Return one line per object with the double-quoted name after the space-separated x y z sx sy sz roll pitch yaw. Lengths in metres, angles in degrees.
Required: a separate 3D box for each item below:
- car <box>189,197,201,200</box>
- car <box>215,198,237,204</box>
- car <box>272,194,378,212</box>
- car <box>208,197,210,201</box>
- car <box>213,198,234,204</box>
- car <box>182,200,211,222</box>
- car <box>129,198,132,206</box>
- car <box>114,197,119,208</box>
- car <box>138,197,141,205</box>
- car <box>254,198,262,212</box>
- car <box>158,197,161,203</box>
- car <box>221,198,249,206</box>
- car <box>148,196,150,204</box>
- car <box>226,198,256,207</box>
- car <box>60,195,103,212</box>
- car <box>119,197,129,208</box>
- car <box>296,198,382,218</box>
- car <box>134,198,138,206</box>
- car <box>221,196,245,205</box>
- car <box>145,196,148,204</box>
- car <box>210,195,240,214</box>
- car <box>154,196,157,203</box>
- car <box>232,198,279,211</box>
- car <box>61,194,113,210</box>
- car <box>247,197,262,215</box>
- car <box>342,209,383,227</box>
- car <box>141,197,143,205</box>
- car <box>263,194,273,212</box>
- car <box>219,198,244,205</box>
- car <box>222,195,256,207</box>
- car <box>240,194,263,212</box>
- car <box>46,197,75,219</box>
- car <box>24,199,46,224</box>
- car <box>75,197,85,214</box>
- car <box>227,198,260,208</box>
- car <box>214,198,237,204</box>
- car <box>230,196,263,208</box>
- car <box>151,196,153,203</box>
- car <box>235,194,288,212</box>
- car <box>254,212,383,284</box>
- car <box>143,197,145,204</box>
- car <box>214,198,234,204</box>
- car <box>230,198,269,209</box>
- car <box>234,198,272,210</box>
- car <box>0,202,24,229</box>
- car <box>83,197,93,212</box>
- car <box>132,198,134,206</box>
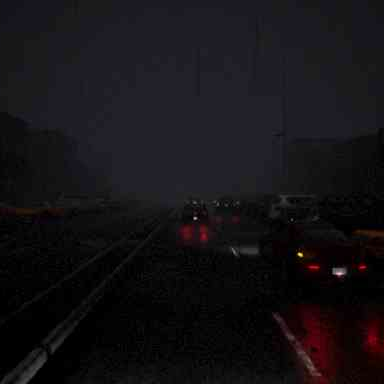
0.348 1.371 41.658 2.097 1.767 4.553 0 -1 0 "car"
8.318 2.167 82.069 5.366 1.575 1.946 0 -1 0 "car"
7.722 1.187 18.674 5.566 2.045 2.435 0 0 0 "car"
8.149 2.147 93.100 5.566 2.045 2.435 0 -1 0 "car"
8.341 2.278 87.583 5.366 1.575 1.946 0 -1 0 "car"
0.252 1.540 25.518 1.895 1.301 4.718 0 0 0 "car"
-12.646 1.648 52.386 5.366 1.575 1.946 0 -1 0 "car"
-12.497 1.394 43.928 4.553 1.767 2.185 0 -1 0 "car"
-12.401 1.785 60.595 5.008 1.535 2.097 0 -1 0 "car"
7.829 1.447 26.944 4.792 1.488 2.163 0 0 0 "car"
-12.179 2.106 91.288 5.566 2.045 2.435 0 -1 0 "car"
8.011 1.819 62.768 5.008 1.535 2.097 0 -1 0 "car"
-12.312 1.983 71.835 4.892 1.521 2.231 0 -1 0 "car"
7.964 1.727 54.497 4.674 1.452 2.002 0 -1 0 "car"
-12.780 1.428 35.597 5.366 1.575 1.946 0 0 0 "car"
-12.489 1.608 49.606 4.892 1.521 2.231 0 -1 0 "car"
7.703 1.322 15.917 4.553 1.767 2.185 0 0 0 "car"
-12.388 1.769 57.817 4.792 1.488 2.163 0 -1 0 "car"
8.002 1.741 65.527 4.553 1.767 2.185 0 -1 0 "car"
-12.322 1.932 69.056 5.008 1.535 2.097 0 -1 0 "car"
3.304 1.305 34.135 2.097 1.767 4.553 0 0 0 "car"
-12.194 2.283 85.600 4.674 1.452 2.002 0 -1 0 "car"
7.698 1.485 40.716 5.366 1.575 1.946 0 -1 0 "car"
-12.544 1.202 38.376 5.566 2.045 2.435 0 0 0 "car"
7.811 1.416 29.696 5.008 1.535 2.097 0 0 0 "car"
7.886 1.461 10.400 5.366 1.575 1.946 0 0 0 "car"
-12.367 1.834 63.374 4.892 1.521 2.231 0 -1 0 "car"
7.795 1.178 21.431 5.566 2.045 2.435 0 0 0 "car"
8.079 1.943 68.280 4.792 1.488 2.163 0 -1 0 "car"
8.012 1.479 57.258 5.566 2.045 2.435 0 -1 0 "car"
7.822 1.188 35.207 5.566 2.045 2.435 0 0 0 "car"
-12.845 1.404 27.395 5.366 1.575 1.946 0 0 0 "car"
-12.709 1.421 21.838 5.008 1.535 2.097 0 0 0 "car"
-12.640 1.447 30.164 4.674 1.452 2.002 0 0 0 "car"
7.979 1.675 51.740 4.792 1.488 2.163 0 -1 0 "car"
7.931 2.114 79.308 5.366 1.575 1.946 0 -1 0 "car"
7.965 1.477 48.985 4.553 1.767 2.185 0 -1 0 "car"
-12.292 2.112 77.266 4.792 1.488 2.163 0 -1 0 "car"
7.839 1.210 37.965 5.566 2.045 2.435 0 0 0 "car"
3.154 1.513 9.382 1.812 1.442 4.674 0 0 0 "car"
-12.380 1.910 66.152 4.792 1.488 2.163 0 -1 0 "car"
8.173 2.255 84.825 4.792 1.488 2.163 0 -1 0 "car"
7.912 1.561 46.226 5.008 1.535 2.097 0 -1 0 "car"
7.898 1.563 43.471 4.674 1.452 2.002 0 -1 0 "car"
-12.733 1.433 18.934 4.892 1.521 2.231 0 0 0 "car"
-12.614 1.455 32.822 4.674 1.452 2.002 0 0 0 "car"
-12.412 1.568 55.048 4.553 1.767 2.185 0 -1 0 "car"
